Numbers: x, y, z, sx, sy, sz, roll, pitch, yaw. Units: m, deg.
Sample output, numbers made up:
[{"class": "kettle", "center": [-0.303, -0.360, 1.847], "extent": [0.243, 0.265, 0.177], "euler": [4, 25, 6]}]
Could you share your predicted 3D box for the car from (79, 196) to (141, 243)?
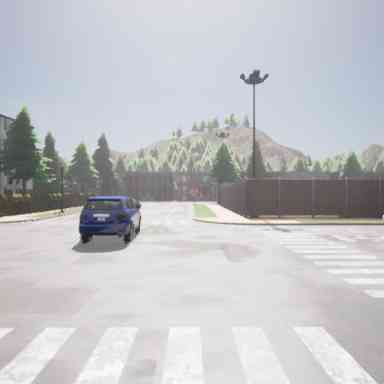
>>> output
[{"class": "car", "center": [-3.839, 1.217, 16.342], "extent": [2.150, 2.045, 5.566], "euler": [0, 0, -2]}]

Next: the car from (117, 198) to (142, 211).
[{"class": "car", "center": [-7.733, 1.522, 41.695], "extent": [2.033, 1.411, 5.357], "euler": [0, 0, 0]}]

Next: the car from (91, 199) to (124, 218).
[{"class": "car", "center": [-7.733, 1.482, 31.046], "extent": [1.837, 1.490, 4.892], "euler": [0, 0, 0]}]
